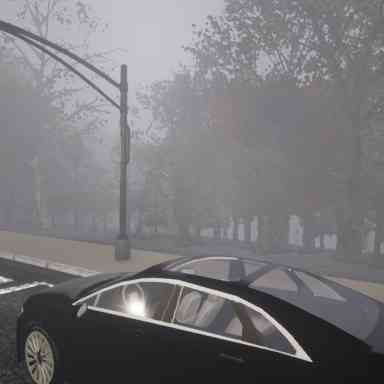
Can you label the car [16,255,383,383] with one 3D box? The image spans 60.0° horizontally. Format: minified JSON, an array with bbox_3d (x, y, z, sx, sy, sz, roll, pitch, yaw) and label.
[{"bbox_3d":[-0.006,1.491,3.705,4.902,1.511,2.128,0,0,34],"label":"car"}]
